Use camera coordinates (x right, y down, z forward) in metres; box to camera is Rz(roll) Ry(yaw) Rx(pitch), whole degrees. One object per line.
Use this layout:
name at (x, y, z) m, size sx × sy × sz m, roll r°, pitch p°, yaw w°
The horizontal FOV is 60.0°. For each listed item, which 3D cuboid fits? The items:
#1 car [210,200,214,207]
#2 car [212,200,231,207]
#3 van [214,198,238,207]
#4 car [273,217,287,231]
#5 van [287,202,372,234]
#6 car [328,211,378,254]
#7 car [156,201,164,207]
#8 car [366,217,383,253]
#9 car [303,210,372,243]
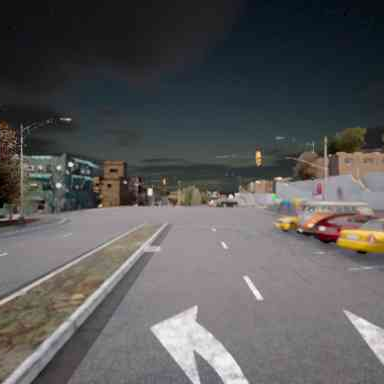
car at (7.925, 2.951, 82.975) m, size 5.366 × 1.575 × 1.946 m, roll 2°, pitch -2°, yaw -20°
car at (8.133, 3.188, 91.983) m, size 4.553 × 1.767 × 2.185 m, roll 2°, pitch -2°, yaw -20°
van at (7.989, 2.377, 74.079) m, size 4.442 × 1.987 × 1.878 m, roll 2°, pitch -2°, yaw -20°
car at (7.905, 1.817, 21.772) m, size 5.366 × 1.575 × 1.946 m, roll 1°, pitch -1°, yaw -20°
van at (7.970, 1.547, 18.817) m, size 4.442 × 1.987 × 1.878 m, roll 1°, pitch -1°, yaw -20°
car at (8.248, 1.680, 12.957) m, size 5.366 × 1.575 × 1.946 m, roll 1°, pitch -1°, yaw -20°
car at (-8.848, 3.347, 92.512) m, size 1.837 × 1.490 × 4.892 m, roll 0°, pitch -2°, yaw 0°
car at (8.066, 1.634, 9.910) m, size 4.892 × 1.521 × 2.231 m, roll 1°, pitch -1°, yaw -20°
car at (8.101, 1.757, 15.886) m, size 4.792 × 1.488 × 2.163 m, roll 1°, pitch -1°, yaw -20°
